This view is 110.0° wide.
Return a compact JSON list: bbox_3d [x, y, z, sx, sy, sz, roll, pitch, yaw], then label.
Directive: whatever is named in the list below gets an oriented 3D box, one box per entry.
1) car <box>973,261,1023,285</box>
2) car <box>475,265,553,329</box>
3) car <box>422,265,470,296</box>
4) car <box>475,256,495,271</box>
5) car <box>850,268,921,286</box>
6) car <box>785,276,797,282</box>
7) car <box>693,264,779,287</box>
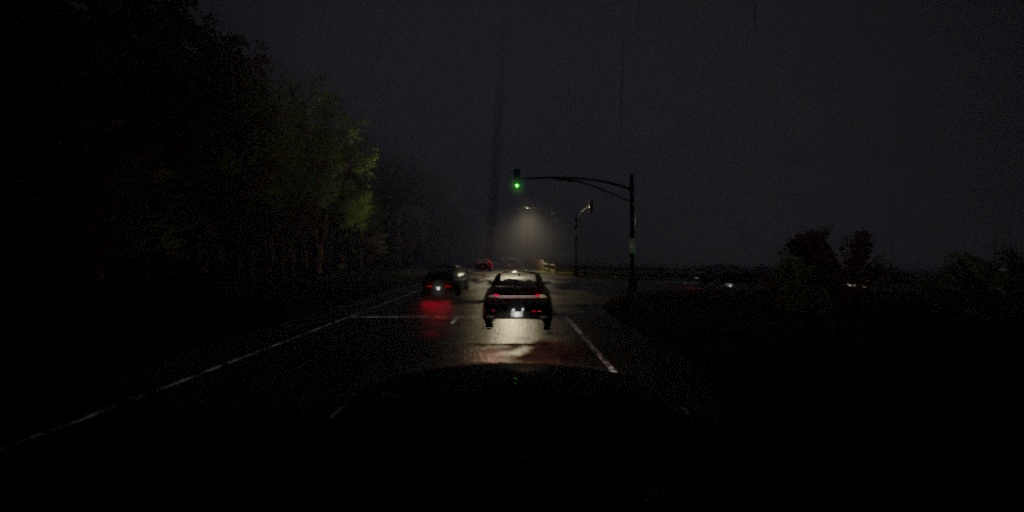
[{"bbox_3d":[40.079,1.370,28.225,5.566,2.045,2.150,1,-1,0],"label":"car"},{"bbox_3d":[0.231,1.210,11.217,2.128,1.511,4.902,0,0,3],"label":"car"},{"bbox_3d":[-3.401,1.199,18.982,1.837,1.490,4.892,0,1,0],"label":"car"},{"bbox_3d":[-3.404,1.081,43.868,1.882,1.535,5.008,0,0,0],"label":"car"},{"bbox_3d":[29.359,1.595,28.271,4.181,1.385,1.994,1,-1,1],"label":"car"},{"bbox_3d":[19.412,1.470,28.321,5.357,1.411,2.033,1,-1,0],"label":"car"},{"bbox_3d":[15.120,1.318,24.652,4.902,1.511,2.128,1,-1,-1],"label":"car"}]
